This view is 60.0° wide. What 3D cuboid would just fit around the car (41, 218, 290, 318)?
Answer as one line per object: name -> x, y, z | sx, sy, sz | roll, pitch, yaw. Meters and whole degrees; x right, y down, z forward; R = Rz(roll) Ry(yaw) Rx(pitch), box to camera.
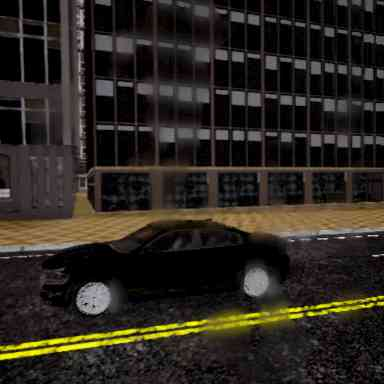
car -> -0.404, 1.330, 6.921 | 5.008, 1.535, 1.882 | 0, 1, -19
